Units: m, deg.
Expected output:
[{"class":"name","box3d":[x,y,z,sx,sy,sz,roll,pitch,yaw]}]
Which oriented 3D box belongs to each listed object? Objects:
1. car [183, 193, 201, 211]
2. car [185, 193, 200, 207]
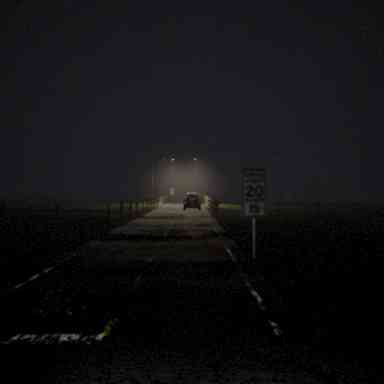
[{"class":"car","box3d":[0.014,1.278,40.352,2.097,1.767,4.553,0,0,0]},{"class":"car","box3d":[0.016,1.130,50.418,2.150,2.045,5.566,0,0,0]}]
